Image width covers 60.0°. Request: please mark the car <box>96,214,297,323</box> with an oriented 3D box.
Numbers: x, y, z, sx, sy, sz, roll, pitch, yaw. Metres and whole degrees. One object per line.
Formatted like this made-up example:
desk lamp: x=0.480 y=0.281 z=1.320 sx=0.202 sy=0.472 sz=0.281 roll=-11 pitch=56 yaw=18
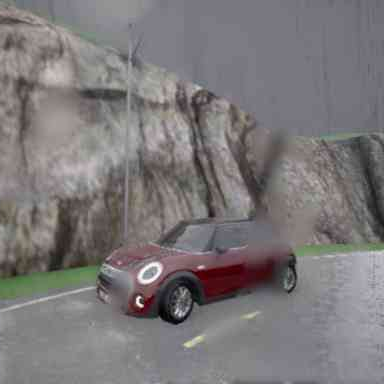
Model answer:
car: x=0.284 y=1.388 z=7.360 sx=4.553 sy=1.767 sz=2.097 roll=2 pitch=0 yaw=-38
